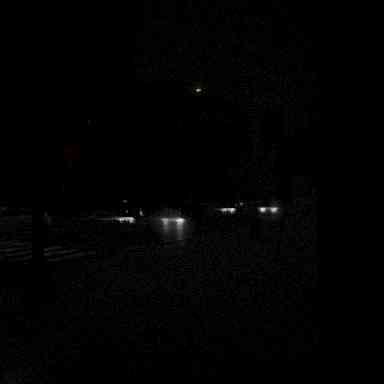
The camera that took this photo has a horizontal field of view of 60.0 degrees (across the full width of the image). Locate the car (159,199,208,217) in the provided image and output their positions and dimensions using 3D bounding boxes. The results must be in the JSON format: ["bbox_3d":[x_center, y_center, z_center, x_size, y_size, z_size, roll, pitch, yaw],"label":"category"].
[{"bbox_3d":[-0.404,1.404,29.897,1.837,1.490,4.892,0,0,35],"label":"car"}]

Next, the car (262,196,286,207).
[{"bbox_3d":[11.502,1.288,46.622,1.882,1.535,5.008,0,0,36],"label":"car"}]

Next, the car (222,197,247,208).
[{"bbox_3d":[5.621,1.404,43.996,1.994,1.385,4.181,0,0,36],"label":"car"}]

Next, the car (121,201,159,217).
[{"bbox_3d":[-4.386,1.478,29.899,1.994,1.385,4.181,0,0,35],"label":"car"}]

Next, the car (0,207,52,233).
[{"bbox_3d":[-9.540,1.490,16.982,1.812,1.442,4.674,0,0,35],"label":"car"}]
